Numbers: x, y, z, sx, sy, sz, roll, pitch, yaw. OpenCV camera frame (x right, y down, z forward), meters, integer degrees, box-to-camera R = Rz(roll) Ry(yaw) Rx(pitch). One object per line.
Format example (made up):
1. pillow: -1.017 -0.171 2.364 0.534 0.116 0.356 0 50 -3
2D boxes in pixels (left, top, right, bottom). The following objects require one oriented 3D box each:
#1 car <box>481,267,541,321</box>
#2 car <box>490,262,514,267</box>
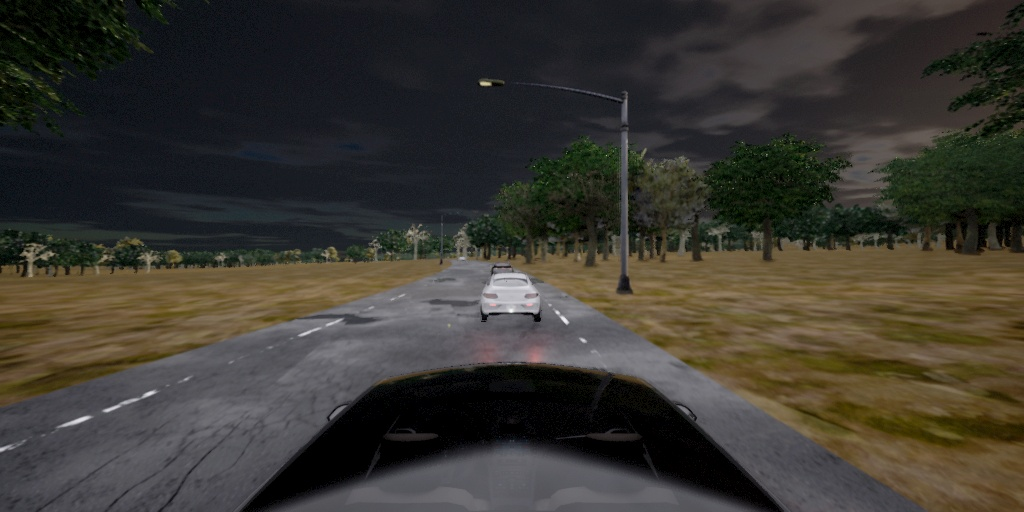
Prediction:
1. car: -0.080 1.279 12.357 1.812 1.442 4.674 0 0 -1
2. car: -0.879 1.218 31.182 2.128 1.511 4.902 0 0 -3
